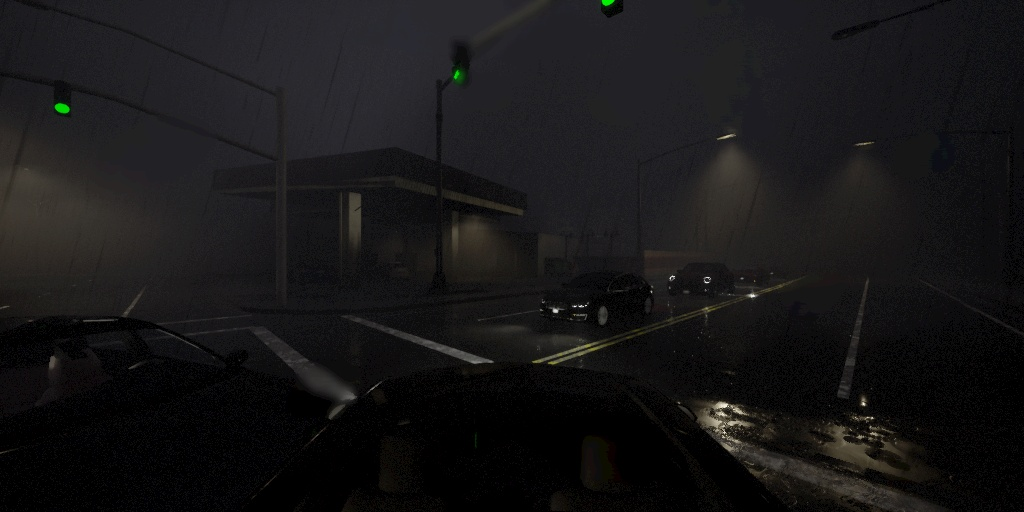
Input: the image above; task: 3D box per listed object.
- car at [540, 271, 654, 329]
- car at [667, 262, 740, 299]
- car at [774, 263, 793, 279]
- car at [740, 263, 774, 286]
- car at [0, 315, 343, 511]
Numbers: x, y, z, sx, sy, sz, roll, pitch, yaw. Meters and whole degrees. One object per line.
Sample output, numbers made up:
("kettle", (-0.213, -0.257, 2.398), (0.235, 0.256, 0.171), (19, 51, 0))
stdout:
("car", (2.900, 1.255, 11.543), (1.837, 1.490, 4.892), (0, 0, 45))
("car", (9.750, 1.102, 18.378), (4.553, 1.767, 2.097), (0, 0, -45))
("car", (23.833, 1.314, 32.319), (4.181, 1.385, 1.994), (0, 0, -44))
("car", (16.688, 1.314, 25.277), (1.994, 1.385, 4.181), (0, 0, 44))
("car", (-3.417, 1.242, 2.536), (4.902, 1.511, 2.128), (0, 0, 15))
